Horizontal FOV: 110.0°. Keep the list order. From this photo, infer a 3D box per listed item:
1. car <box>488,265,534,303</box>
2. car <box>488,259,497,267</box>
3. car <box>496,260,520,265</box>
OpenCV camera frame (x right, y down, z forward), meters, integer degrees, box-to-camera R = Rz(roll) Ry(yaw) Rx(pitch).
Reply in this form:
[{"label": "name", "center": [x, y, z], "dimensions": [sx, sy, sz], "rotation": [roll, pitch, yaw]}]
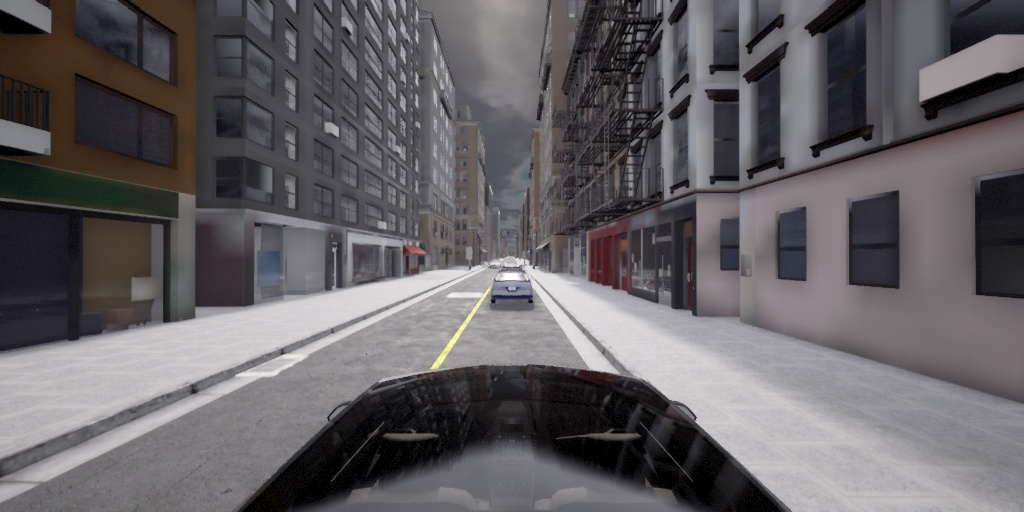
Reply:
[{"label": "car", "center": [0.000, 1.313, 16.500], "dimensions": [2.033, 1.411, 5.357], "rotation": [0, 0, 0]}, {"label": "car", "center": [-2.749, 1.285, 57.500], "dimensions": [1.812, 1.442, 4.674], "rotation": [0, 0, 0]}, {"label": "car", "center": [0.001, 1.240, 31.500], "dimensions": [2.128, 1.511, 4.902], "rotation": [0, 0, 0]}]
